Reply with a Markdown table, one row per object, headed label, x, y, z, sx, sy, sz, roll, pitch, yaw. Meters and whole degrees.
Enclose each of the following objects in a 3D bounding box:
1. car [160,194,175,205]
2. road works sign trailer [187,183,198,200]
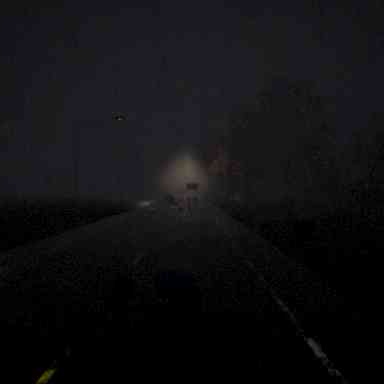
| label | x | y | z | sx | sy | sz | roll | pitch | yaw |
| --- | --- | --- | --- | --- | --- | --- | --- | --- | --- |
| car | -3.565 | 1.136 | 49.404 | 1.837 | 1.490 | 4.892 | 0 | 1 | 0 |
| road works sign trailer | 0.061 | -0.078 | 69.172 | 2.380 | 3.560 | 2.880 | 1 | 0 | 0 |
